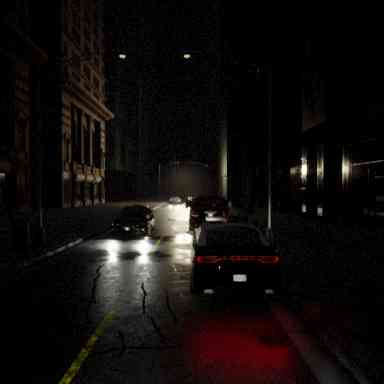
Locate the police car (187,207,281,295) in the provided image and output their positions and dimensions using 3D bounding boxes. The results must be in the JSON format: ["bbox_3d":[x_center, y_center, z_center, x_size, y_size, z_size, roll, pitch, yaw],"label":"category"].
[{"bbox_3d":[0.906,1.424,8.876,1.930,1.638,5.238,0,0,0],"label":"police car"}]

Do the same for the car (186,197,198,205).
[{"bbox_3d":[0.057,1.559,59.869,2.033,1.411,5.357,0,0,0],"label":"car"}]

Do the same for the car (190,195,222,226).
[{"bbox_3d":[0.922,1.232,24.797,2.150,2.045,5.566,0,0,0],"label":"car"}]

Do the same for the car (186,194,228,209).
[{"bbox_3d":[0.917,1.228,18.796,2.150,2.045,5.566,0,0,0],"label":"car"}]

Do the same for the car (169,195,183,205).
[{"bbox_3d":[-3.021,1.613,59.550,1.895,1.301,4.718,0,0,0],"label":"car"}]

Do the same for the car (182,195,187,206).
[{"bbox_3d":[0.057,1.505,46.180,2.128,1.511,4.902,0,0,0],"label":"car"}]

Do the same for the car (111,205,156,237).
[{"bbox_3d":[-3.085,1.508,18.231,1.837,1.490,4.892,0,0,0],"label":"car"}]
